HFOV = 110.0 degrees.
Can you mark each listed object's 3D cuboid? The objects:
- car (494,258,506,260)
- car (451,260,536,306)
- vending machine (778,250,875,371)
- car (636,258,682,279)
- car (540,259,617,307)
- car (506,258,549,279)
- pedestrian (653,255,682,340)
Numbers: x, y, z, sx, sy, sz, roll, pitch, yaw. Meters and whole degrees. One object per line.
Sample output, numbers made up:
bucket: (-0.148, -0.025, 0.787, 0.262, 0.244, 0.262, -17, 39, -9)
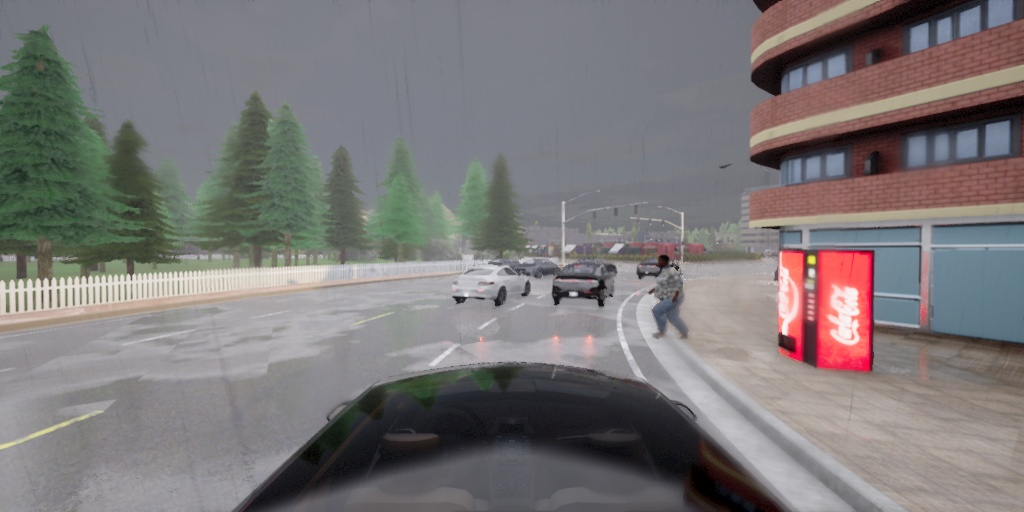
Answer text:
car: (-0.860, 0.863, 28.772, 1.994, 1.385, 4.181, 1, 1, 37)
car: (-0.718, 1.064, 14.411, 1.812, 1.442, 4.674, 0, 0, 21)
vending machine: (5.293, 0.876, 6.156, 1.100, 2.100, 0.880, 0, 0, 10)
car: (10.392, 0.859, 25.196, 2.128, 1.511, 4.902, 1, 1, 41)
car: (2.957, 1.032, 14.250, 2.128, 1.511, 4.902, 0, 1, 22)
car: (1.803, 0.903, 26.500, 1.994, 1.385, 4.181, 1, 1, 37)
pedestrian: (3.247, 0.842, 7.496, 0.375, 1.860, 0.375, 0, 1, 12)
